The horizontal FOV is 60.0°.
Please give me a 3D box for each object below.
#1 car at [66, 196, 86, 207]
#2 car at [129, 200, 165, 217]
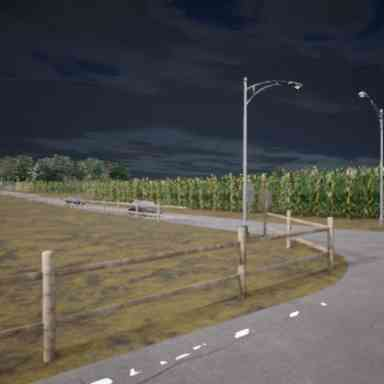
[{"bbox_3d":[-17.313,1.349,49.557,1.837,1.490,4.892,1,0,-35],"label":"car"},{"bbox_3d":[-4.348,1.493,31.202,1.812,1.442,4.674,1,-1,-35],"label":"car"}]
